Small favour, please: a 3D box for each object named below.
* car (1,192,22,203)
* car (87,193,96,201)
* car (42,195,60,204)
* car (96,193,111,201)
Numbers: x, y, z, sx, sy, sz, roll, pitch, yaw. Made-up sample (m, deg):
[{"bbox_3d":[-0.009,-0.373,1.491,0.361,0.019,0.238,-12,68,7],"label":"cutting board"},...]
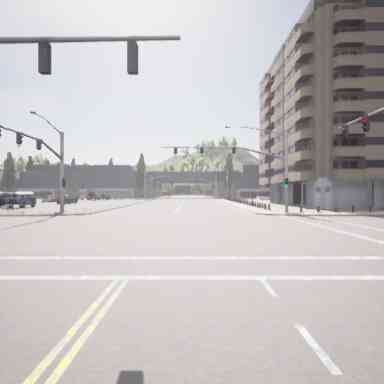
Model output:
[{"bbox_3d":[-43.566,1.118,80.338,1.905,1.878,3.866,0,0,0],"label":"car"},{"bbox_3d":[-23.942,1.121,80.305,1.905,1.878,3.866,0,0,0],"label":"car"},{"bbox_3d":[-26.710,1.357,62.848,1.970,1.475,3.806,0,0,0],"label":"car"},{"bbox_3d":[-21.048,1.118,80.241,1.932,1.855,4.605,0,0,0],"label":"car"}]
